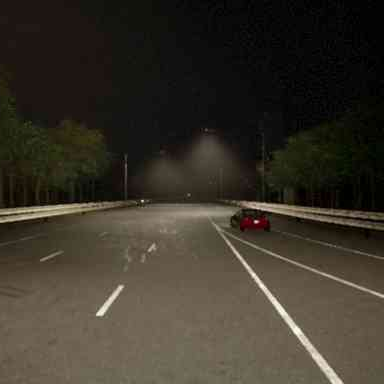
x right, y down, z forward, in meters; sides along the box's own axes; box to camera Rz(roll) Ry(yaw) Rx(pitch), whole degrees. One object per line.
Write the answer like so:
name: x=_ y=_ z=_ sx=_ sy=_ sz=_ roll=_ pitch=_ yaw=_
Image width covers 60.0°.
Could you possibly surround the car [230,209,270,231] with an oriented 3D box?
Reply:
car: x=3.817 y=1.828 z=22.444 sx=1.994 sy=1.385 sz=4.181 roll=0 pitch=-1 yaw=-4
